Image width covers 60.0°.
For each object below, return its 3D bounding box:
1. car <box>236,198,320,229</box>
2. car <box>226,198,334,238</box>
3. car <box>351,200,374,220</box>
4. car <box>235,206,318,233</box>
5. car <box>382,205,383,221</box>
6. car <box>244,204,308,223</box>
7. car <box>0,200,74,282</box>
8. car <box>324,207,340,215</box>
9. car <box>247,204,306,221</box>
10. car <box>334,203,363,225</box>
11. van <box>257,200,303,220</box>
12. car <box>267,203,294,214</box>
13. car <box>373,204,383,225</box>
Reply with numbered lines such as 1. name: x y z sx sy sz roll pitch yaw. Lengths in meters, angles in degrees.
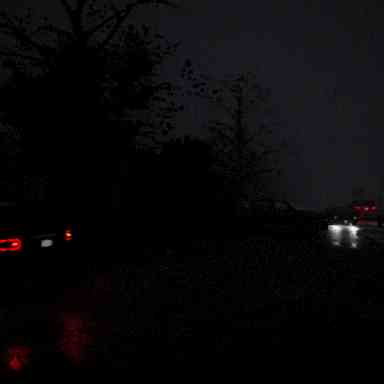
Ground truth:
1. car: 6.108 1.478 23.979 5.566 2.045 2.435 0 -1 15
2. car: 4.682 1.380 18.707 5.566 2.045 2.435 0 -1 15
3. car: 18.029 1.853 35.578 2.150 2.045 5.566 0 -2 15
4. car: 5.357 1.678 21.284 4.892 1.521 2.231 0 -1 15
5. car: 20.879 1.980 30.818 5.366 1.575 1.946 0 -2 15
6. car: 7.418 1.864 29.540 5.366 1.575 1.946 0 -1 15
7. car: -5.636 1.251 8.673 5.566 2.045 2.150 0 1 27
8. car: 23.759 3.173 56.681 1.895 1.301 4.718 0 -3 16
9. car: 8.125 1.937 32.105 5.366 1.575 1.946 0 -2 15
10. car: 12.311 1.910 27.607 2.033 1.411 5.357 0 -1 16
11. van: 9.159 1.798 34.724 4.442 1.987 1.878 0 -2 15
12. car: 15.390 2.886 57.843 4.553 1.767 2.185 0 -3 16
13. car: 14.769 1.810 23.859 1.812 1.442 4.674 0 -1 16
